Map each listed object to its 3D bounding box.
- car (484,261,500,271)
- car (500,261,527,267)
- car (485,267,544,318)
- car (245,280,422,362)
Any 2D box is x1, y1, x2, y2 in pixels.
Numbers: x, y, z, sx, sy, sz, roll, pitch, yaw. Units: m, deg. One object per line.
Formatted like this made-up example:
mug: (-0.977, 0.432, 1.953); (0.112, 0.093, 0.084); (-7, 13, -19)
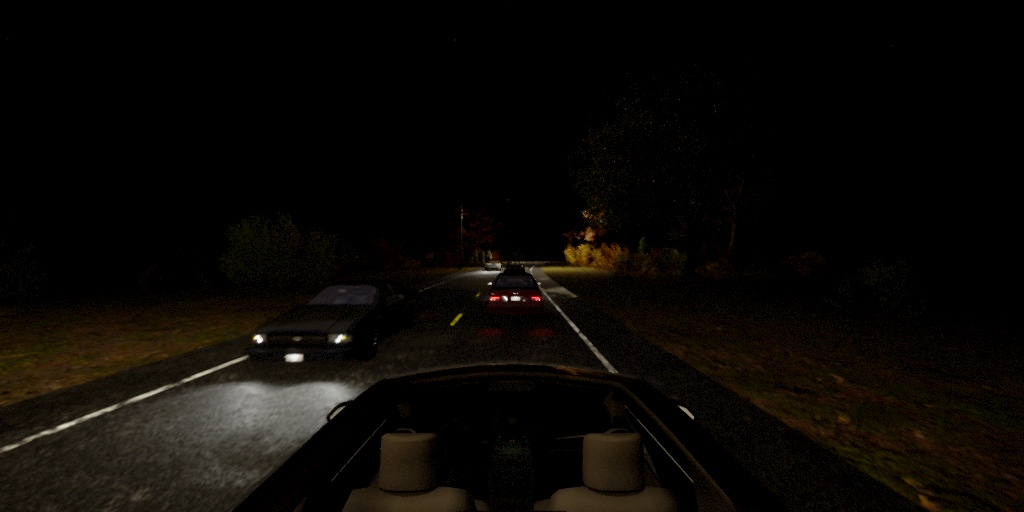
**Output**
car: (-2.681, 1.348, 49.618); (1.895, 1.301, 4.718); (0, 0, 4)
car: (0.301, 1.242, 33.024); (2.128, 1.511, 4.902); (0, 0, 1)
car: (0.103, 1.298, 13.018); (2.033, 1.411, 5.357); (0, 0, 0)
car: (-3.596, 1.298, 8.587); (2.033, 1.411, 5.357); (0, 0, 0)
